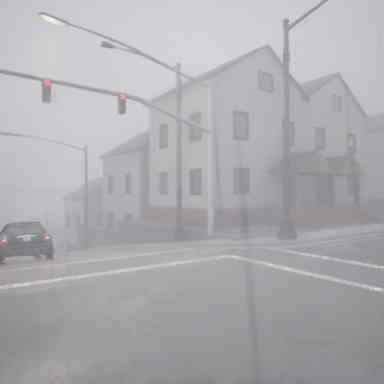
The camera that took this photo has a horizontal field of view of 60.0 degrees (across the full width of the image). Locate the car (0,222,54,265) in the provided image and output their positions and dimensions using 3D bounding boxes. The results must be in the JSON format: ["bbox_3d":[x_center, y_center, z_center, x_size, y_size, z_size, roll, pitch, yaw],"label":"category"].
[{"bbox_3d":[-7.838,2.253,15.178,2.097,1.767,4.553,0,-8,-34],"label":"car"}]
